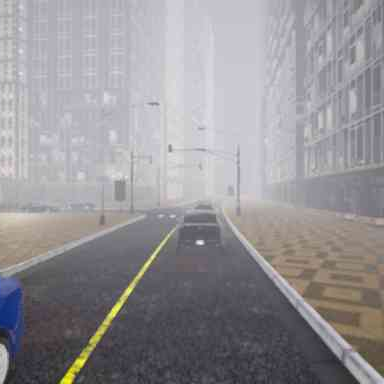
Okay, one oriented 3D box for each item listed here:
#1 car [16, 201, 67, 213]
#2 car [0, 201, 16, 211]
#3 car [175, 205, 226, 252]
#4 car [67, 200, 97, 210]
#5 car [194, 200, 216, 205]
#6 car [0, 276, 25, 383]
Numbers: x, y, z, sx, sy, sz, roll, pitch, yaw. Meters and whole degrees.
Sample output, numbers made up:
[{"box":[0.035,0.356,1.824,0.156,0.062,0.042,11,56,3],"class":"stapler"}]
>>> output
[{"box":[-16.928,1.759,37.444,4.403,1.369,2.008,-1,1,12],"class":"car"},{"box":[-26.259,1.991,47.919,4.313,1.339,1.947,-1,1,12],"class":"car"},{"box":[0.348,1.496,13.901,1.837,1.490,4.892,0,0,2],"class":"car"},{"box":[-15.241,1.790,45.652,4.403,1.369,2.008,-1,1,12],"class":"car"},{"box":[1.151,1.459,30.899,2.128,1.511,4.902,0,0,4],"class":"car"},{"box":[-3.039,1.473,2.087,1.882,1.535,5.008,0,0,1],"class":"car"}]
